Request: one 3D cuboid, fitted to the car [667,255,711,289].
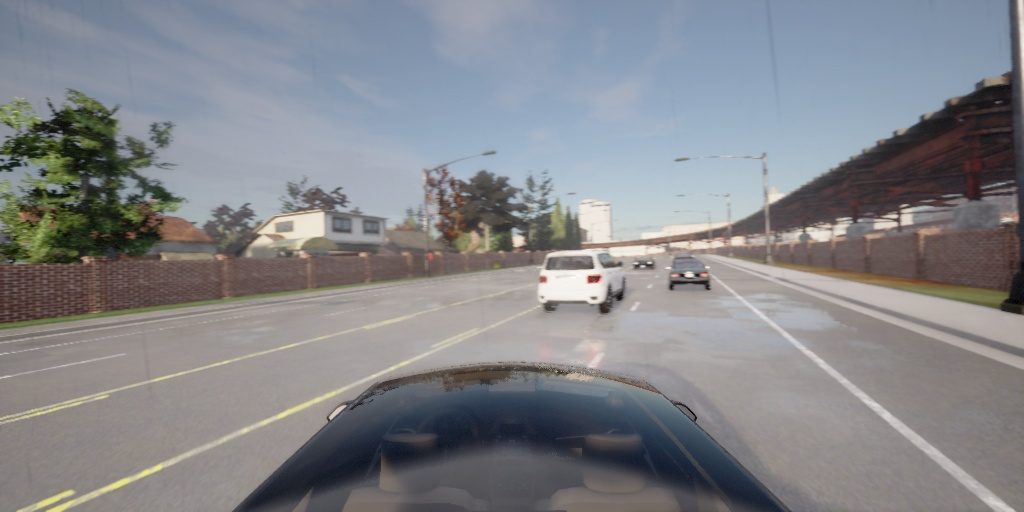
[{"bbox_3d":[9.021,0.867,18.395,2.033,1.411,5.357,-2,0,25],"label":"car"}]

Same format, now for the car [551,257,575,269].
[{"bbox_3d":[6.735,0.845,47.146,1.994,1.385,4.181,-2,0,26],"label":"car"}]

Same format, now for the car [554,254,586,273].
[{"bbox_3d":[6.116,0.700,37.592,2.097,1.767,4.553,-2,0,25],"label":"car"}]

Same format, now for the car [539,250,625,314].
[{"bbox_3d":[2.748,0.811,13.183,2.150,2.045,5.566,-2,0,25],"label":"car"}]

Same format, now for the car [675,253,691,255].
[{"bbox_3d":[17.039,0.404,35.760,1.882,1.535,5.008,-2,0,25],"label":"car"}]

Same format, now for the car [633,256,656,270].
[{"bbox_3d":[13.475,0.665,36.377,1.895,1.301,4.718,-2,0,25],"label":"car"}]
